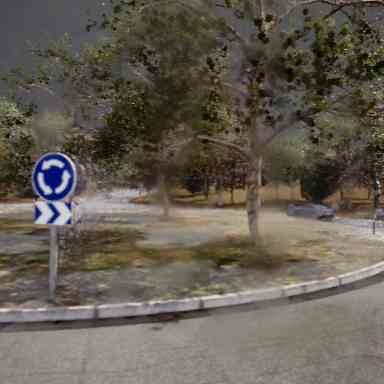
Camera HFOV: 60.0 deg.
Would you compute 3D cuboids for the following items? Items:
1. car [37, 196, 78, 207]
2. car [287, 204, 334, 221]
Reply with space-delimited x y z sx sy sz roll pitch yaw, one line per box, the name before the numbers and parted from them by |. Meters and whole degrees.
car | -15.864 0.903 39.239 4.553 1.767 2.097 1 0 -29
car | 10.594 1.746 30.000 1.994 1.385 4.181 2 0 -28
